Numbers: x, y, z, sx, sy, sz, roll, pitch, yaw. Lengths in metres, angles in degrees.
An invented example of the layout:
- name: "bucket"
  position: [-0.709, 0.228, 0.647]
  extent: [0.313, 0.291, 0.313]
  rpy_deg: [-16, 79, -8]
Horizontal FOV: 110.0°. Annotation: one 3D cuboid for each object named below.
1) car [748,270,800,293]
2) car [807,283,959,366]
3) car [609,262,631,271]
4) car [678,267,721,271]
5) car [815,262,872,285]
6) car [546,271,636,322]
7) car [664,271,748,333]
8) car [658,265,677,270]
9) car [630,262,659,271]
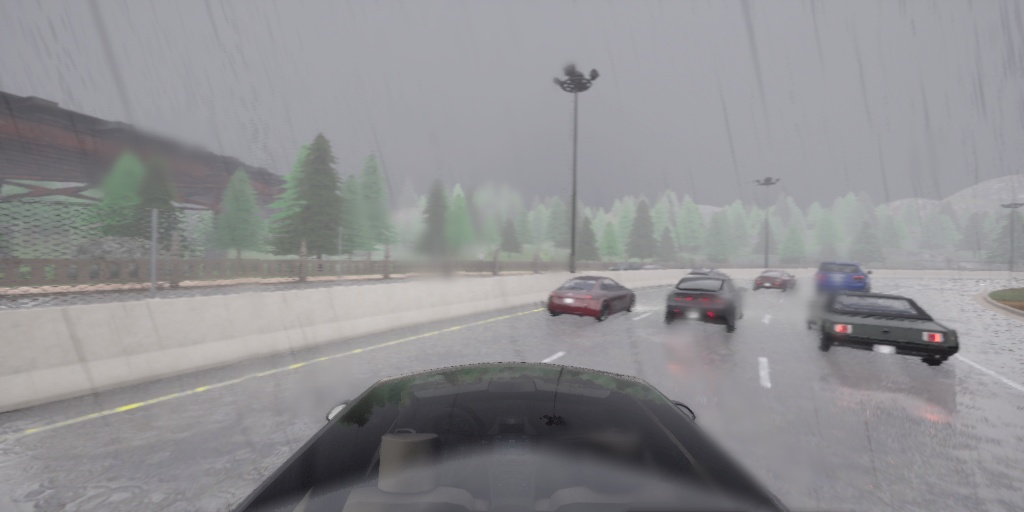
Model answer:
- name: "car"
  position: [18.085, 1.691, 24.580]
  extent: [4.674, 1.442, 1.812]
  rpy_deg: [1, 0, -43]
- name: "car"
  position: [8.469, 1.534, 8.692]
  extent: [1.895, 1.301, 4.718]
  rpy_deg: [1, 0, 36]
- name: "car"
  position: [14.023, 1.498, 44.195]
  extent: [4.553, 1.767, 2.097]
  rpy_deg: [1, 0, -37]
- name: "car"
  position: [14.016, 1.582, 25.545]
  extent: [4.902, 1.511, 2.128]
  rpy_deg: [1, 0, -44]
- name: "car"
  position: [19.920, 1.413, 21.574]
  extent: [5.566, 2.045, 2.150]
  rpy_deg: [1, 0, -43]
- name: "car"
  position: [2.965, 1.405, 12.927]
  extent: [1.994, 1.385, 4.181]
  rpy_deg: [1, 0, 36]
- name: "car"
  position: [6.356, 1.406, 11.667]
  extent: [1.837, 1.490, 4.892]
  rpy_deg: [1, 0, 36]
- name: "car"
  position: [18.185, 1.811, 38.574]
  extent: [4.718, 1.301, 1.895]
  rpy_deg: [1, 0, -37]
- name: "car"
  position: [16.116, 1.708, 41.395]
  extent: [4.674, 1.442, 1.812]
  rpy_deg: [1, 0, -37]
